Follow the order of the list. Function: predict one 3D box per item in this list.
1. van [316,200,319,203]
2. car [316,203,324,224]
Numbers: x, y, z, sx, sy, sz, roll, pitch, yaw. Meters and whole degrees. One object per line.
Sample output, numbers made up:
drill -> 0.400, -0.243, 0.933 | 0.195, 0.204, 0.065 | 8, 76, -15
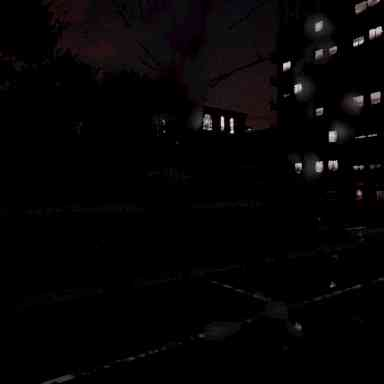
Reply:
van -> 10.514, 1.646, 32.599 | 1.690, 1.788, 3.998 | -1, 0, -36
car -> 7.962, 1.767, 26.313 | 1.837, 1.490, 4.892 | 0, 0, -35
